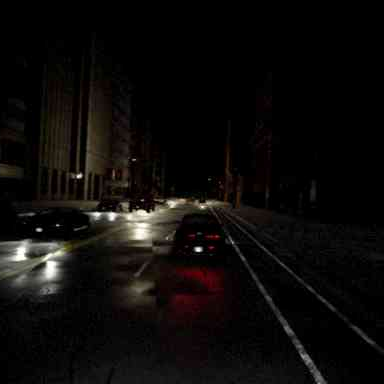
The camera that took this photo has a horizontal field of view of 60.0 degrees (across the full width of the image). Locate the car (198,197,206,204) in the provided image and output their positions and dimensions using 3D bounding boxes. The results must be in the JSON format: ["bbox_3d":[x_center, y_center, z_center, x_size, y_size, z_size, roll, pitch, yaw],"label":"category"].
[{"bbox_3d":[2.729,2.354,89.128,1.882,1.535,5.008,3,-1,2],"label":"car"}]

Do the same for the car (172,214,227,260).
[{"bbox_3d":[0.299,1.617,13.125,1.837,1.490,4.892,3,0,2],"label":"car"}]

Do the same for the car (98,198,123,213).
[{"bbox_3d":[-8.745,1.373,35.690,1.812,1.442,4.674,3,-1,2],"label":"car"}]

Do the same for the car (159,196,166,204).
[{"bbox_3d":[-4.978,1.351,50.747,1.882,1.535,5.008,3,-1,2],"label":"car"}]

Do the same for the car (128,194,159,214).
[{"bbox_3d":[-5.436,1.240,36.753,2.150,2.045,5.566,3,-1,2],"label":"car"}]

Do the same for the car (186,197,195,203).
[{"bbox_3d":[-0.516,2.201,89.233,1.882,1.535,5.008,3,-1,2],"label":"car"}]

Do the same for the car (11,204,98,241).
[{"bbox_3d":[-6.213,1.381,15.635,1.994,1.385,4.181,3,0,2],"label":"car"}]

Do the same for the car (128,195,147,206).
[{"bbox_3d":[-8.226,1.272,50.851,1.994,1.385,4.181,3,-1,2],"label":"car"}]

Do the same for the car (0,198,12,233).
[{"bbox_3d":[-9.496,1.007,14.305,2.097,1.767,4.553,3,-1,2],"label":"car"}]
